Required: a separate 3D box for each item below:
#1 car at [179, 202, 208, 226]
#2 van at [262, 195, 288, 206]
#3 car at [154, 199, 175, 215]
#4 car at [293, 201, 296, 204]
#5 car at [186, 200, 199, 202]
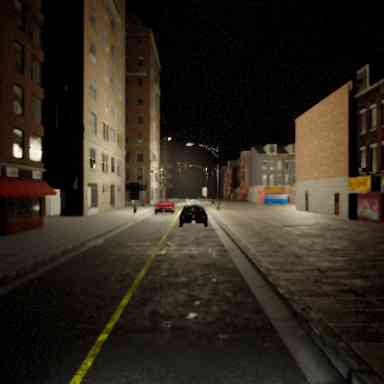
[{"bbox_3d":[0.097,1.608,23.123,1.895,1.301,4.718,0,0,0],"label":"car"},{"bbox_3d":[13.733,1.356,54.891,3.998,1.788,1.690,0,0,0],"label":"van"},{"bbox_3d":[-2.755,1.516,34.579,1.882,1.535,5.008,0,0,0],"label":"car"},{"bbox_3d":[19.175,1.536,54.883,4.829,1.417,1.752,0,0,0],"label":"car"},{"bbox_3d":[0.084,1.613,39.008,1.895,1.301,4.718,0,0,0],"label":"car"}]
